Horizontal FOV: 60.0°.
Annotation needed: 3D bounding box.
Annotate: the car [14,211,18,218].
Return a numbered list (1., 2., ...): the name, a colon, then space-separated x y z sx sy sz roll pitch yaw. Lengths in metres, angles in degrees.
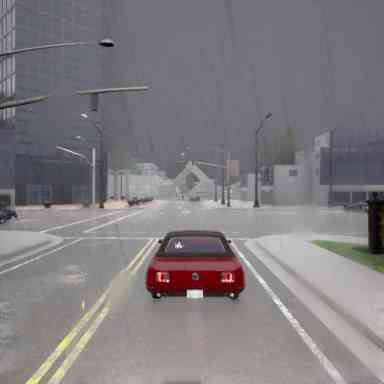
1. car: -16.974 1.661 26.583 5.357 1.411 2.033 -1 0 0

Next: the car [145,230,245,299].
1. car: 0.074 1.601 8.381 1.895 1.301 4.718 0 0 0

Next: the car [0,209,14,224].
1. car: -15.353 1.447 23.093 4.553 1.767 2.097 -1 0 0

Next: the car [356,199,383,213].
1. car: 19.883 1.480 34.078 4.674 1.442 1.812 0 0 0

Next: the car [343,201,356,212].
1. car: 19.380 1.520 37.573 4.181 1.385 1.994 0 0 -1

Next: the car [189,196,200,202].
1. car: 0.678 1.540 77.376 2.033 1.411 5.357 0 0 12
